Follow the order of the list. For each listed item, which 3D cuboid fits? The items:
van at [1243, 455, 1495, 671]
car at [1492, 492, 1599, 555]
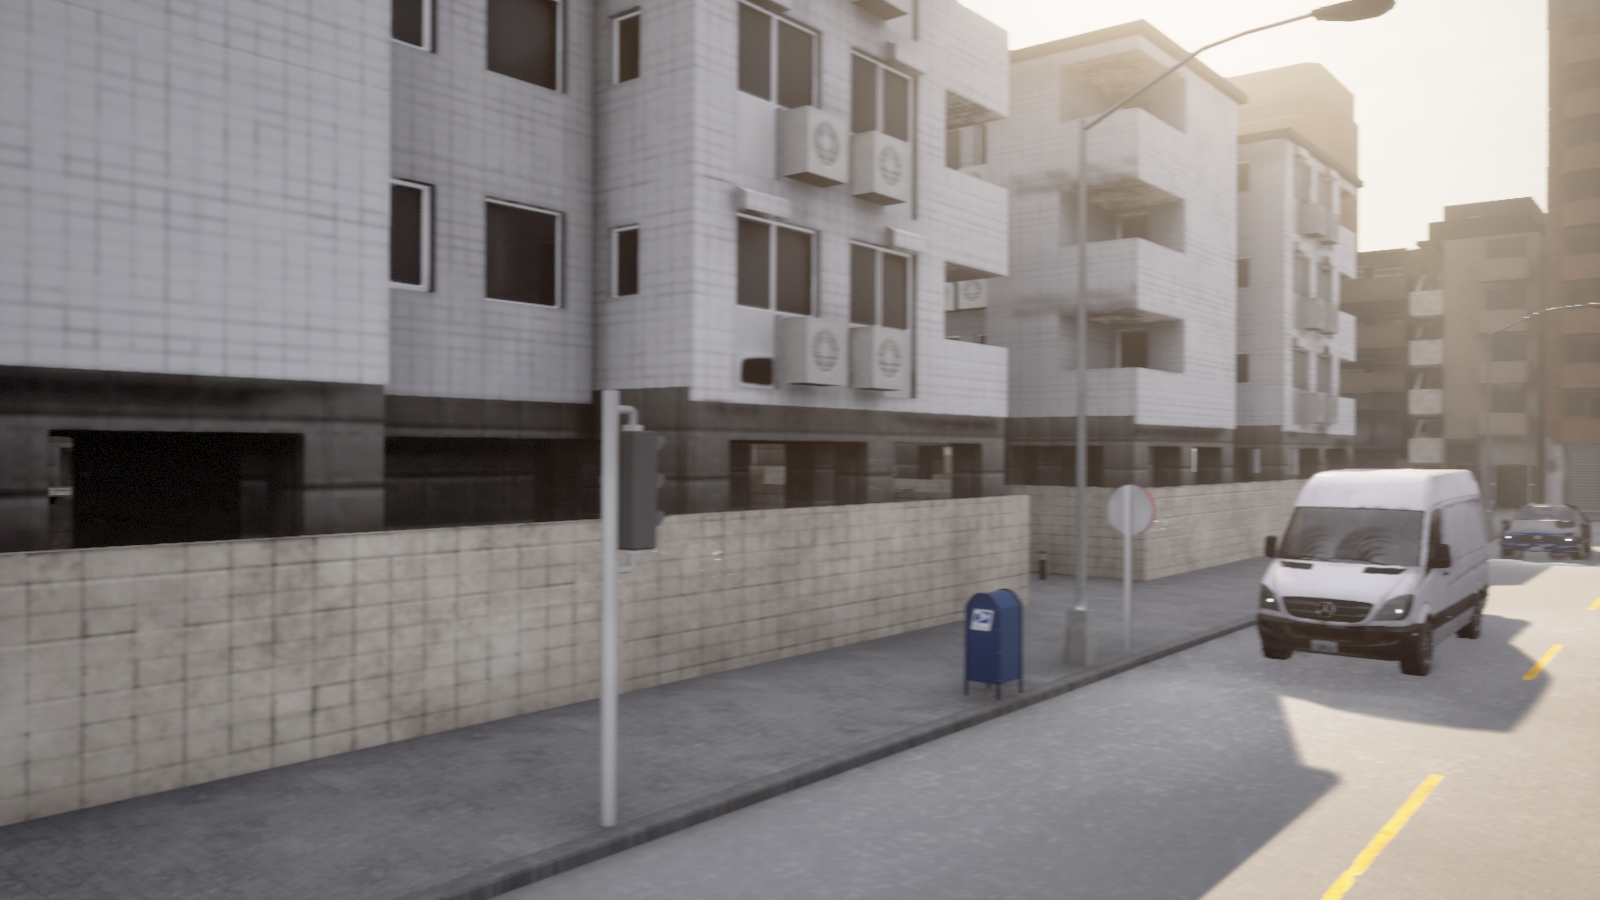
[{"bbox_3d":[8.398,1.355,16.502,1.988,2.561,5.915,0,0,39],"label":"van"},{"bbox_3d":[20.975,1.990,32.001,2.033,1.411,5.357,0,0,39],"label":"car"}]
